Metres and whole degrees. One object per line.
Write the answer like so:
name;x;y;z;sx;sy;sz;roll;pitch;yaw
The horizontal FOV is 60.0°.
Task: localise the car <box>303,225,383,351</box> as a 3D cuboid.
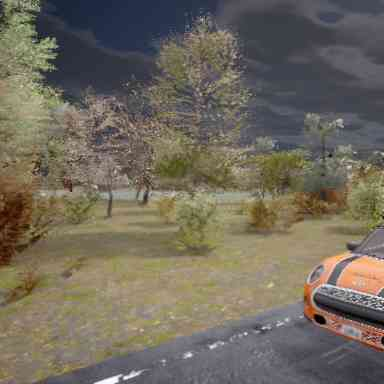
car;4.055;1.357;5.959;4.553;1.767;2.097;0;0;-36
